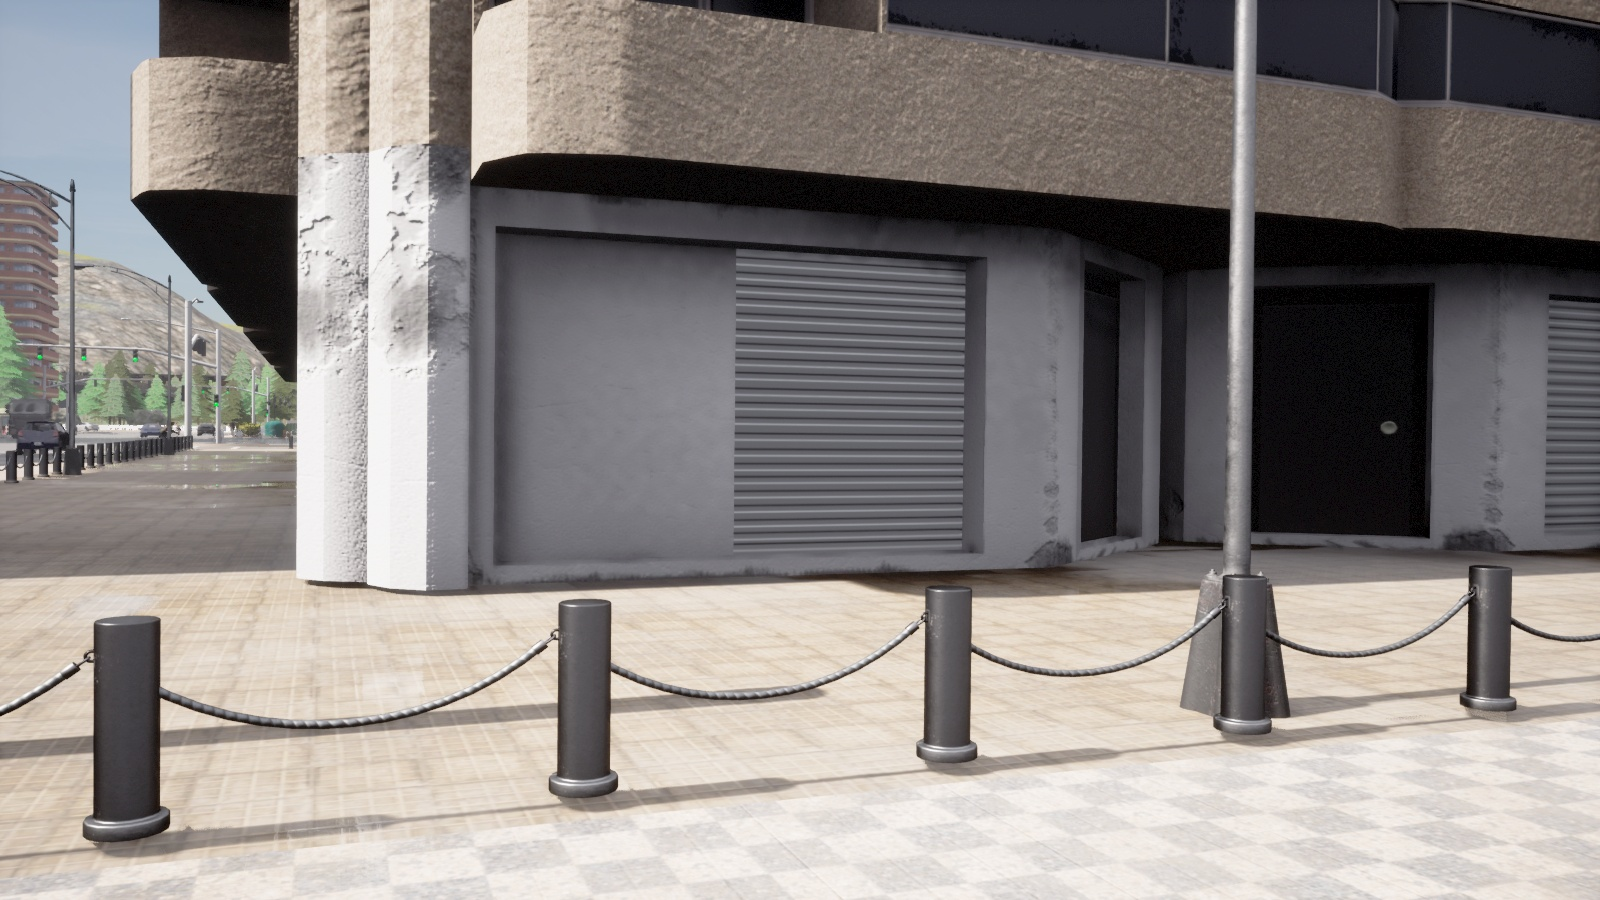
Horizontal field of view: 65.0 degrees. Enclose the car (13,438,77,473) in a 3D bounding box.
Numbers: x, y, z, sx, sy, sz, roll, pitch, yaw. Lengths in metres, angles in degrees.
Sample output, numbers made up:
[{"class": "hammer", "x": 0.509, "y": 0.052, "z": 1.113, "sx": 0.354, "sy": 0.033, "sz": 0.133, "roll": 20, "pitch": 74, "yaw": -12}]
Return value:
[{"class": "car", "x": -33.582, "y": 0.209, "z": 55.931, "sx": 1.845, "sy": 1.501, "sz": 3.633, "roll": -1, "pitch": 1, "yaw": -21}]
